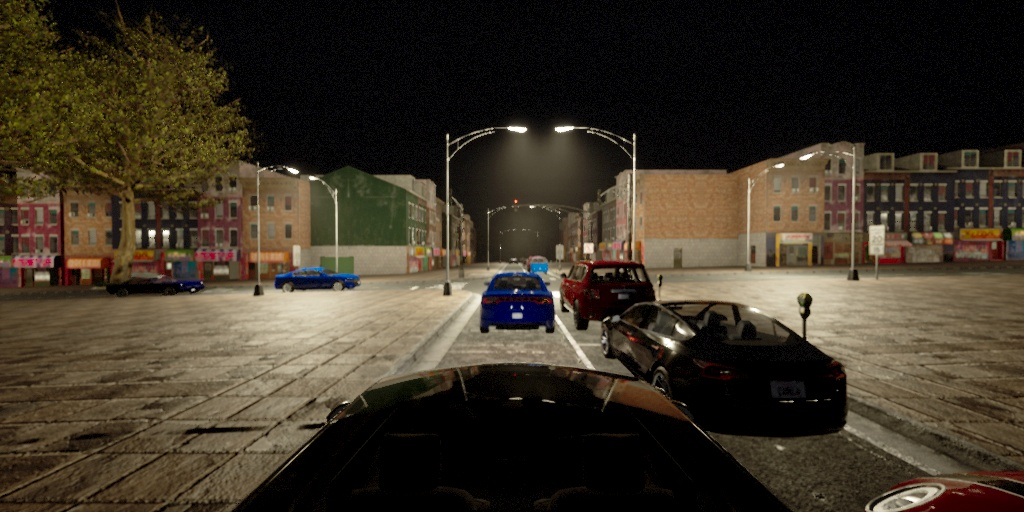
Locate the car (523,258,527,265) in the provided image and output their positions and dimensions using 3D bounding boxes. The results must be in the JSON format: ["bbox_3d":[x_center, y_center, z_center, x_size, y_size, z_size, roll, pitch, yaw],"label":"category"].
[{"bbox_3d":[2.823,0.965,42.664,2.192,1.841,5.009,0,0,0],"label":"car"}]

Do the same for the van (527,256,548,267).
[{"bbox_3d":[2.798,1.001,37.258,1.690,1.789,3.998,0,0,0],"label":"van"}]

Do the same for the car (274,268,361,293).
[{"bbox_3d":[-12.218,1.481,22.696,5.008,1.535,1.882,-2,1,-1],"label":"car"}]

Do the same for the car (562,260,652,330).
[{"bbox_3d":[2.676,1.037,10.898,2.192,1.841,5.009,0,0,0],"label":"car"}]

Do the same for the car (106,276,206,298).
[{"bbox_3d":[-22.432,1.906,22.741,4.718,1.301,1.895,-2,1,0],"label":"car"}]

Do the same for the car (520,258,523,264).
[{"bbox_3d":[2.923,1.175,64.289,2.007,1.370,4.403,0,0,0],"label":"car"}]

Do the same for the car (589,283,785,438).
[{"bbox_3d":[2.651,1.304,5.496,1.948,1.339,4.313,0,0,0],"label":"car"}]

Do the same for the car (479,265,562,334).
[{"bbox_3d":[0.154,1.201,10.622,1.882,1.535,5.008,0,0,1],"label":"car"}]
